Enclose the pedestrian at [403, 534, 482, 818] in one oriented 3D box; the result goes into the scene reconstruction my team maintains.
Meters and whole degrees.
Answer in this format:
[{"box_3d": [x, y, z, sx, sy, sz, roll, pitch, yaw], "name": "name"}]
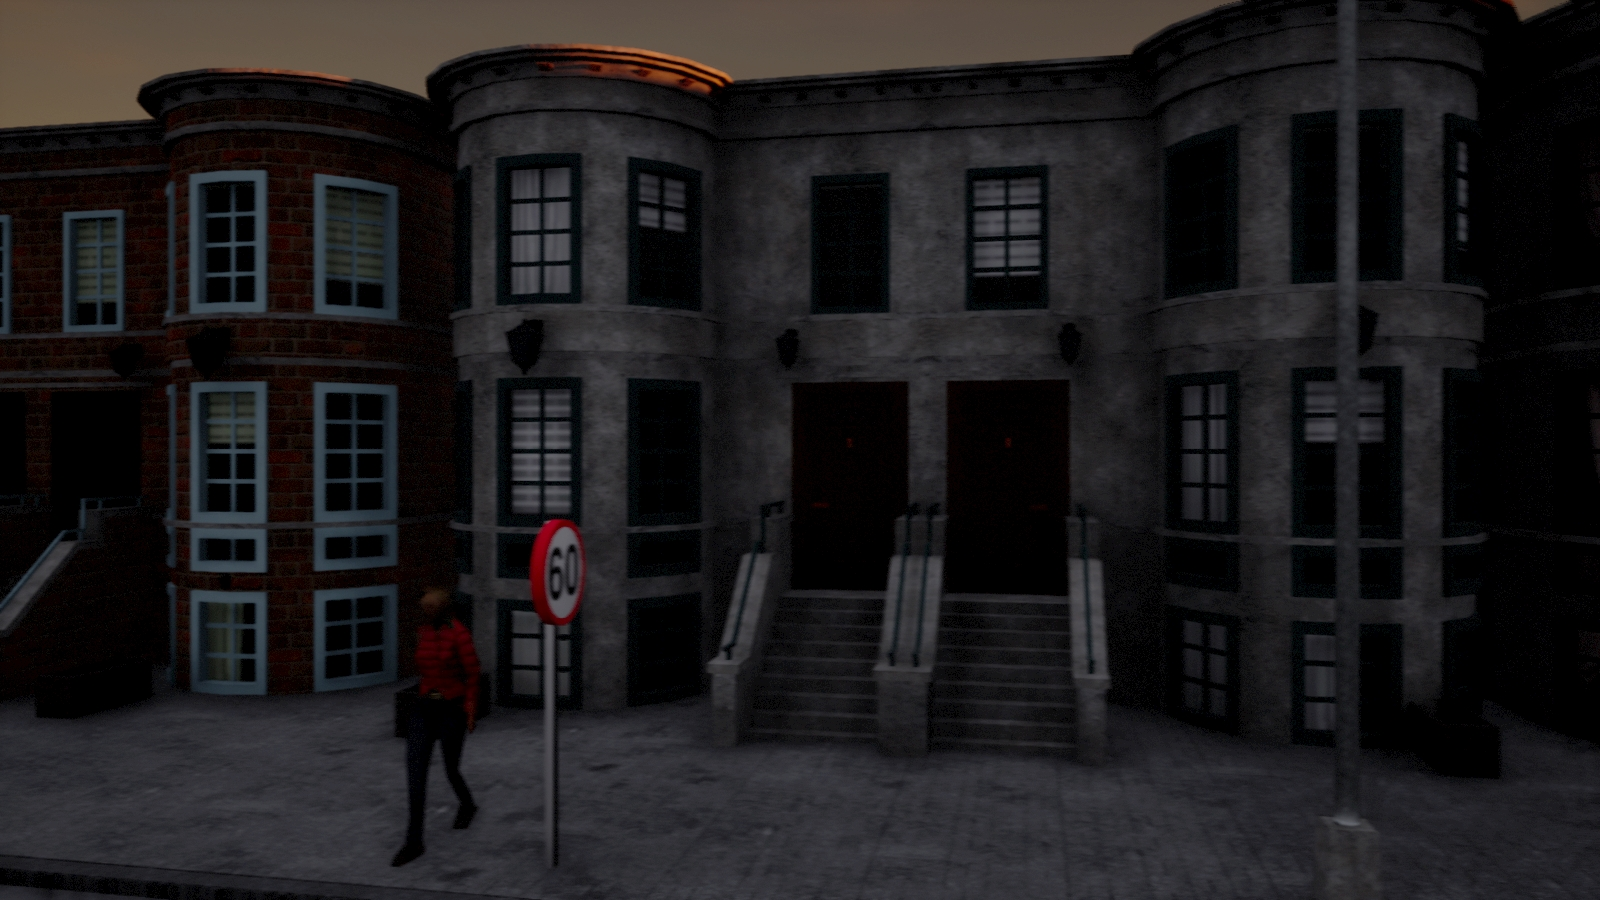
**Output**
[{"box_3d": [-2.451, 1.525, 7.847, 0.375, 1.860, 0.375, 0, 0, 15], "name": "pedestrian"}]
